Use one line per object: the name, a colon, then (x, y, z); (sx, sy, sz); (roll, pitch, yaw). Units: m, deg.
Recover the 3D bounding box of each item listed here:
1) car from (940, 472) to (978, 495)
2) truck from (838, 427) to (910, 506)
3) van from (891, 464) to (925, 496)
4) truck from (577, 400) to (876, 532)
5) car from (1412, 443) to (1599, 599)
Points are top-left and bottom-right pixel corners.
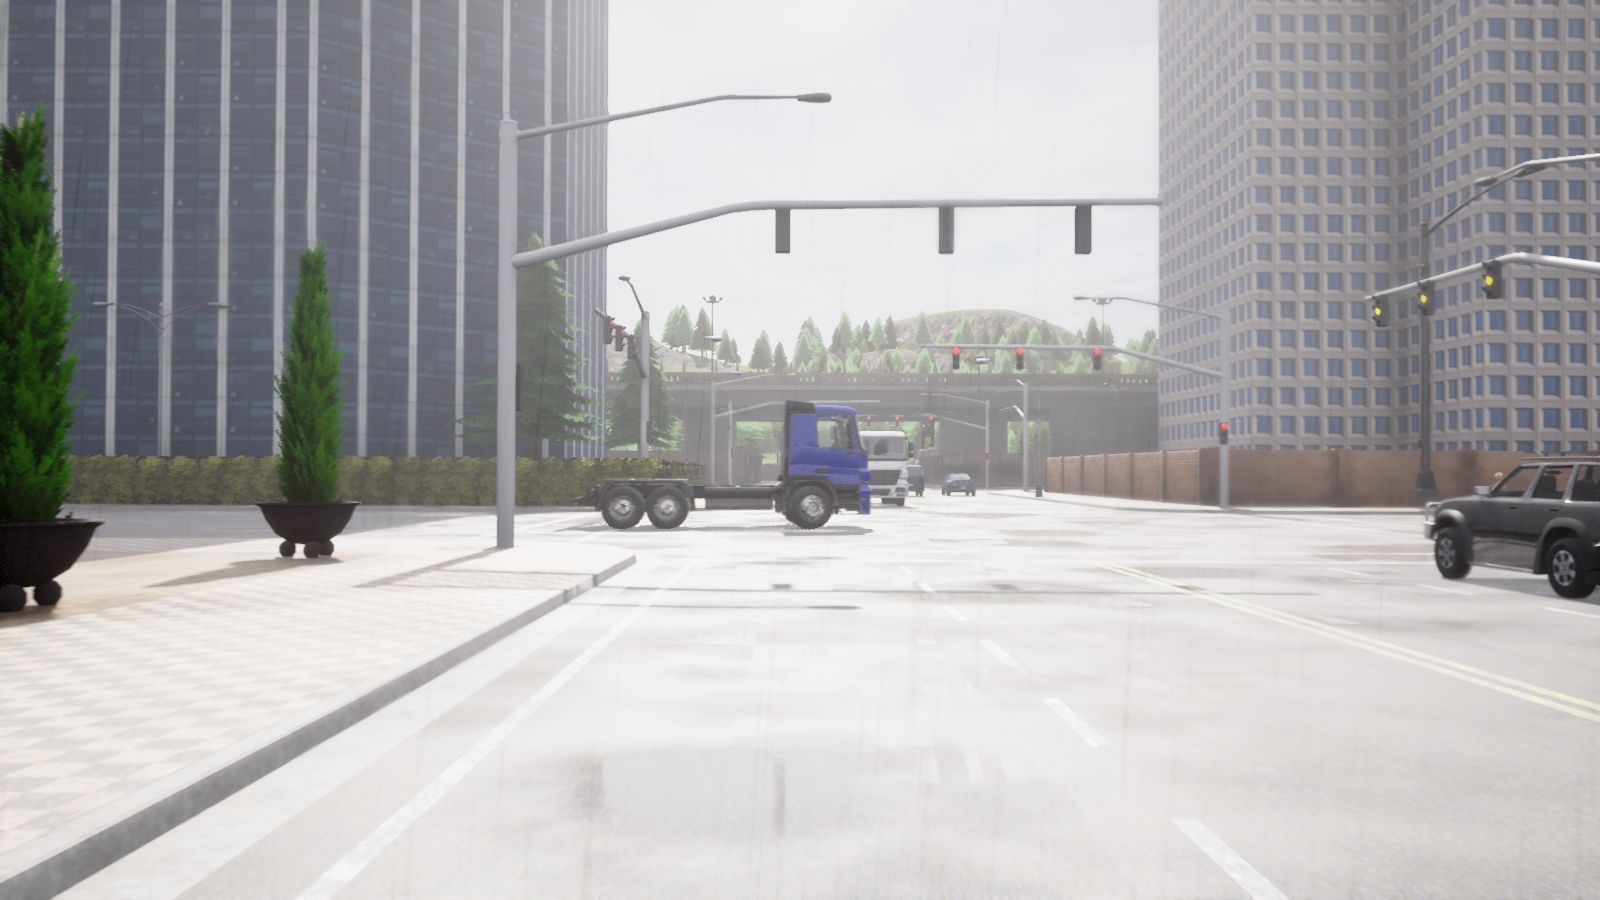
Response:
car: (10.302, 2.166, 81.624); (1.812, 1.442, 4.674); (0, -1, 0)
truck: (3.352, 0.809, 59.094); (2.891, 3.462, 7.936); (0, -1, 0)
van: (6.806, 1.869, 79.365); (1.775, 1.987, 4.442); (0, -1, 0)
truck: (-2.055, 0.423, 34.757); (7.936, 3.462, 2.891); (0, -1, -6)
car: (10.456, 0.876, 17.135); (1.932, 1.855, 4.605); (0, -1, 0)
